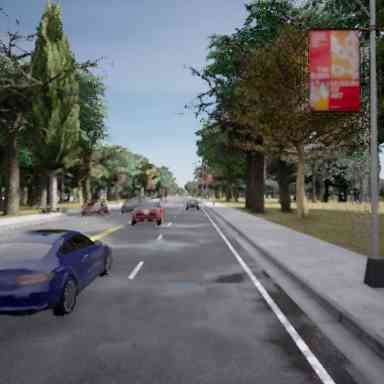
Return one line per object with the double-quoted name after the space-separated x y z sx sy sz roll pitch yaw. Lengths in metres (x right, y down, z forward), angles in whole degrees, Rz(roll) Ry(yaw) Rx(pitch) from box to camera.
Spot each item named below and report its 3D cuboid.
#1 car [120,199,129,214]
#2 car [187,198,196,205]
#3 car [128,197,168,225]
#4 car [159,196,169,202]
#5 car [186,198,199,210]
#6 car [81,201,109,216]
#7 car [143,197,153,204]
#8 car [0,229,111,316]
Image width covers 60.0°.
-6.597 1.526 37.351 2.097 1.767 4.553 0 0 0 "car"
-0.129 2.035 72.962 1.895 1.301 4.718 0 -1 0 "car"
-3.156 1.459 25.035 2.097 1.767 4.553 0 0 0 "car"
-6.674 1.661 79.077 1.994 1.385 4.181 0 -1 0 "car"
0.082 1.791 48.317 2.033 1.411 5.357 0 0 0 "car"
-9.850 1.681 34.202 1.812 1.442 4.674 0 0 0 "car"
-9.894 1.897 75.015 1.812 1.442 4.674 0 -1 0 "car"
-3.153 1.552 7.436 1.812 1.442 4.674 0 0 0 "car"
